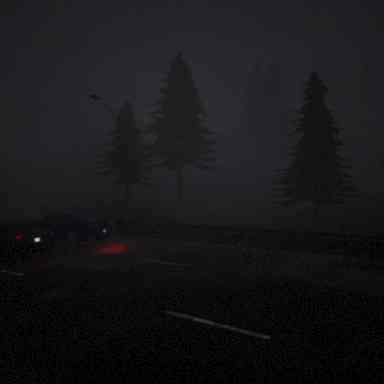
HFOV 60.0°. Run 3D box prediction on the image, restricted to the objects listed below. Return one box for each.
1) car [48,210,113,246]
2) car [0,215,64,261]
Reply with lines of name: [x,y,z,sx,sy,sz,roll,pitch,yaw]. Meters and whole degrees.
car: [-6.159,1.636,16.247,5.008,1.535,1.882,0,0,28]
car: [-7.340,1.712,12.923,4.181,1.385,1.994,-1,0,28]
